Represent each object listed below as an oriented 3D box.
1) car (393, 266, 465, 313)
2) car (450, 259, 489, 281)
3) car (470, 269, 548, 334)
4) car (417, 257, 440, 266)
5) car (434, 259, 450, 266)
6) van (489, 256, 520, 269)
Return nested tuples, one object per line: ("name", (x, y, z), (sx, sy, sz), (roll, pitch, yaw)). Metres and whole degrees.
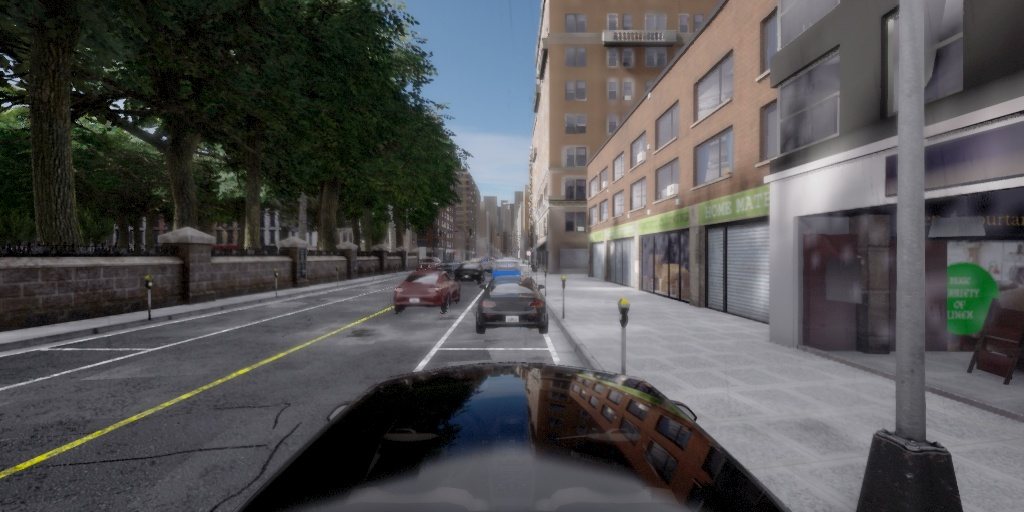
("car", (-3.139, 1.273, 13.829), (1.812, 1.442, 4.674), (0, 0, 0))
("car", (-3.067, 1.216, 26.719), (1.882, 1.535, 5.008), (0, 0, 0))
("car", (0.004, 1.274, 10.500), (1.812, 1.442, 4.674), (0, 0, 0))
("car", (-8.813, 1.040, 38.791), (2.192, 1.841, 5.009), (0, 0, 0))
("car", (-6.232, 1.293, 36.339), (1.994, 1.385, 4.181), (0, 0, 0))
("van", (-0.289, 1.083, 21.849), (1.690, 1.789, 3.998), (0, 0, 0))
